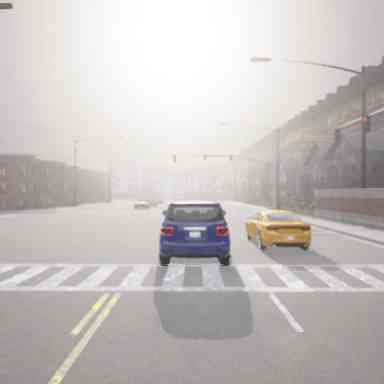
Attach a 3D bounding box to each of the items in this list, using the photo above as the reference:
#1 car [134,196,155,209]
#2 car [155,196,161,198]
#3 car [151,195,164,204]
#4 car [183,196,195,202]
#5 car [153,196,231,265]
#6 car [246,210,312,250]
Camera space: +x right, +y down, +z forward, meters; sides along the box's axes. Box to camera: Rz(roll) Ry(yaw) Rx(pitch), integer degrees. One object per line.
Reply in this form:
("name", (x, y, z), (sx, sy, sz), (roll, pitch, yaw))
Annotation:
("car", (-7.074, 1.682, 48.025), (2.033, 1.411, 5.357), (0, 0, 0))
("car", (-7.014, 1.762, 57.644), (1.895, 1.301, 4.718), (0, 0, 1))
("car", (-7.001, 1.542, 67.957), (2.097, 1.767, 4.553), (0, 0, 0))
("car", (-0.783, 1.779, 85.995), (2.033, 1.411, 5.357), (0, 0, -14))
("car", (0.091, 1.258, 11.901), (2.150, 2.045, 5.566), (0, 0, 0))
("car", (3.597, 1.518, 14.568), (1.882, 1.535, 5.008), (0, 0, 0))
